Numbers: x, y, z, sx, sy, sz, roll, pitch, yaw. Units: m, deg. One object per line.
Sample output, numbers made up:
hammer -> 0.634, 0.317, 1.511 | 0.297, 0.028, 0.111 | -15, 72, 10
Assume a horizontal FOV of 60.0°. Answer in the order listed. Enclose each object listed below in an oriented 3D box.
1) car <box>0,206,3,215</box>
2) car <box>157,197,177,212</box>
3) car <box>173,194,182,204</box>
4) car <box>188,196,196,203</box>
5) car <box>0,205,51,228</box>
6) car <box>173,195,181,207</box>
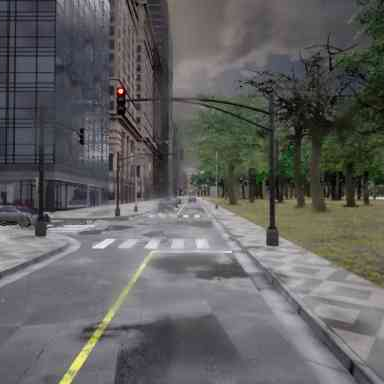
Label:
car -> -13.523, 1.367, 18.882 | 4.097, 1.590, 1.967 | 0, -2, -1
car -> -3.082, 1.626, 39.411 | 2.033, 1.411, 5.357 | 0, 0, -4
car -> -2.980, 1.678, 63.661 | 1.837, 1.490, 4.892 | 0, 1, 0
car -> 0.092, 1.773, 79.422 | 2.128, 1.511, 4.902 | 0, 0, 0
car -> -11.212, 1.549, 21.156 | 4.181, 1.385, 1.994 | 0, -2, 7
car -> -3.040, 1.623, 49.544 | 1.837, 1.490, 4.892 | 0, 0, 0
